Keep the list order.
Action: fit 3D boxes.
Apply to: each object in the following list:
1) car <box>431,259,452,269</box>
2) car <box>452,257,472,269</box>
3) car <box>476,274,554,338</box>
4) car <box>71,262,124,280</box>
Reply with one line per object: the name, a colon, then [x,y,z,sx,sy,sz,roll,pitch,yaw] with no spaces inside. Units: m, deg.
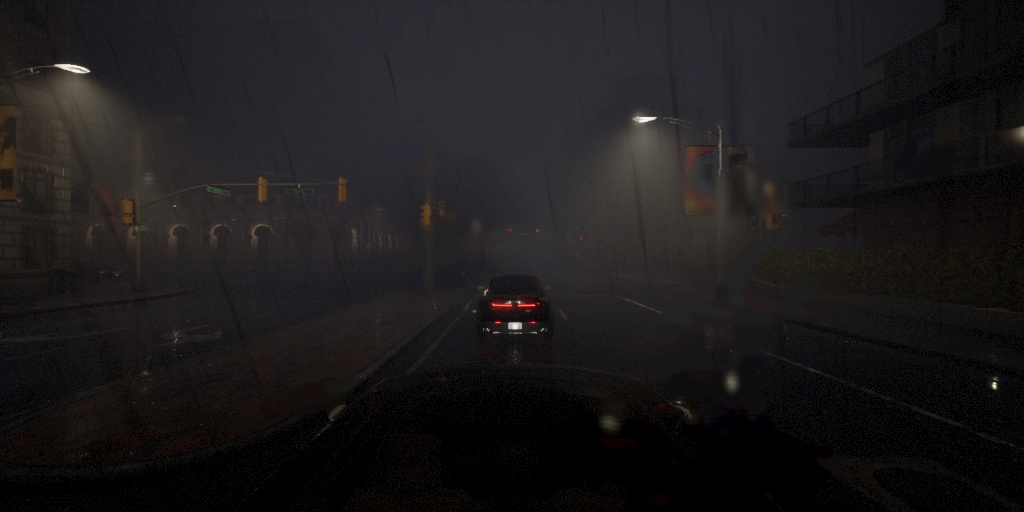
car: [-11.541,1.276,58.564,1.812,1.442,4.674,0,0,0]
car: [-8.051,1.276,58.339,1.812,1.442,4.674,0,0,0]
car: [0.077,1.255,10.142,1.837,1.490,4.892,0,0,0]
car: [-33.899,1.241,28.542,4.902,1.511,2.128,0,0,0]
